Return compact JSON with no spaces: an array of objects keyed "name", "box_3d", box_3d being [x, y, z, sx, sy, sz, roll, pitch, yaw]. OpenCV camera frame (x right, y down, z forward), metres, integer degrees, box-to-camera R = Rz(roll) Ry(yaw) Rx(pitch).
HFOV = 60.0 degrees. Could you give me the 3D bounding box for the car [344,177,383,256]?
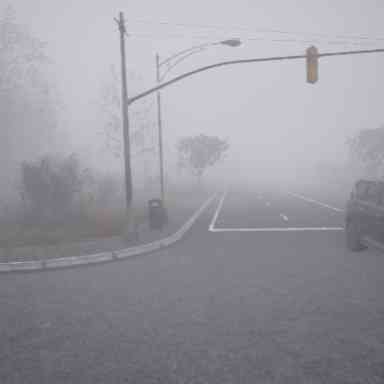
[{"name":"car","box_3d":[5.227,0.677,7.417,2.150,2.045,5.566,-2,3,7]}]
